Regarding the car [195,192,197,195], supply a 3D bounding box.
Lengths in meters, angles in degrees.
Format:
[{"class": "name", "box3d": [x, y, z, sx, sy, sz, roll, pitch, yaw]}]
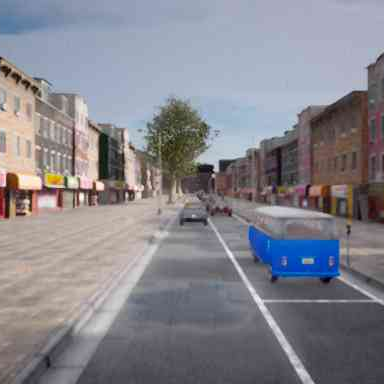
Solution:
[{"class": "car", "box3d": [2.654, 1.060, 92.561, 2.192, 1.841, 5.009, 1, 0, 0]}]

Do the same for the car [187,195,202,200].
[{"class": "car", "box3d": [0.100, 1.435, 40.294, 1.882, 1.535, 5.008, 0, 0, 0]}]

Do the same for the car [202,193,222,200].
[{"class": "car", "box3d": [2.650, 1.281, 37.149, 2.192, 1.841, 5.009, 1, 0, 0]}]

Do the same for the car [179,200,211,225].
[{"class": "car", "box3d": [0.101, 1.560, 24.276, 1.994, 1.385, 4.181, 0, 0, 0]}]

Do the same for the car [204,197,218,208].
[{"class": "car", "box3d": [2.648, 1.458, 48.403, 1.752, 1.417, 4.829, 1, 0, 0]}]

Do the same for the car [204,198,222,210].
[{"class": "car", "box3d": [2.647, 1.516, 42.691, 1.947, 1.339, 4.313, 1, 0, 0]}]

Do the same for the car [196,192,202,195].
[{"class": "car", "box3d": [2.653, 1.137, 75.938, 2.192, 1.841, 5.009, 1, 0, 0]}]

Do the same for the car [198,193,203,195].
[{"class": "car", "box3d": [2.650, 1.422, 64.857, 2.008, 1.369, 4.403, 1, 0, 0]}]

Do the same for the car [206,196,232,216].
[{"class": "car", "box3d": [2.648, 1.420, 31.608, 1.967, 1.590, 4.097, 1, 0, 0]}]

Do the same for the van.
[{"class": "van", "box3d": [2.646, 1.347, 9.441, 1.690, 1.788, 3.998, 0, 0, 0]}]
